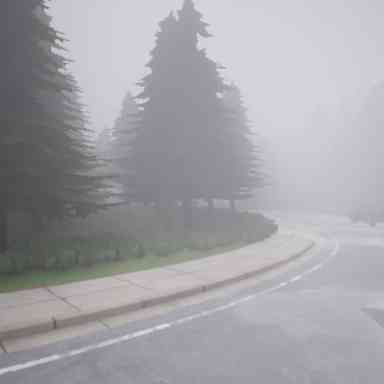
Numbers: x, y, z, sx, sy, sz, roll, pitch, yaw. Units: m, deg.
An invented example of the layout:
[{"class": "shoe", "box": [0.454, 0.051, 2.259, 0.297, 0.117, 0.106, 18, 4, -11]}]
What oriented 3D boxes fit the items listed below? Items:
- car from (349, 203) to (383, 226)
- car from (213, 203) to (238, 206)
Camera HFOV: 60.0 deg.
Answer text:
[{"class": "car", "box": [14.157, 1.640, 26.010, 2.097, 1.767, 4.553, 0, -1, 2]}, {"class": "car", "box": [4.842, 1.944, 49.527, 1.812, 1.442, 4.674, 1, -1, -41]}]
